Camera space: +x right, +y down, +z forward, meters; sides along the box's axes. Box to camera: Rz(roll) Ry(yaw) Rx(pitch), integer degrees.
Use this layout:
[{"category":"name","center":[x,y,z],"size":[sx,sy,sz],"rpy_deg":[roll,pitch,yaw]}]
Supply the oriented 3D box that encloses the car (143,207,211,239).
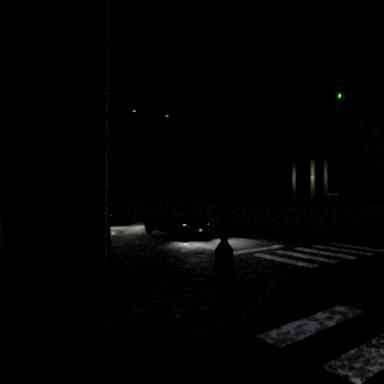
[{"category":"car","center":[-0.952,1.532,17.645],"size":[1.812,1.442,4.674],"rpy_deg":[0,0,-36]}]

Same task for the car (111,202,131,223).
[{"category":"car","center":[-6.335,1.487,25.105],"size":[1.882,1.535,5.008],"rpy_deg":[0,0,-36]}]
